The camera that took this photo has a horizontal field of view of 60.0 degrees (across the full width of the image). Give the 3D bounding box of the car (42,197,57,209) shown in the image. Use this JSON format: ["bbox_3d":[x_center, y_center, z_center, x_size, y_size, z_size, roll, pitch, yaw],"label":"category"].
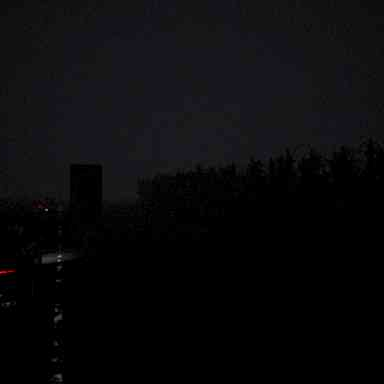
[{"bbox_3d":[-19.471,1.454,45.609,1.812,1.442,4.674,0,0,-21],"label":"car"}]

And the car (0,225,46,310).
[{"bbox_3d":[-4.447,1.498,7.414,1.837,1.490,4.892,0,0,-21],"label":"car"}]

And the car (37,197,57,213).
[{"bbox_3d":[-15.714,1.551,36.196,1.895,1.301,4.718,0,0,-21],"label":"car"}]
